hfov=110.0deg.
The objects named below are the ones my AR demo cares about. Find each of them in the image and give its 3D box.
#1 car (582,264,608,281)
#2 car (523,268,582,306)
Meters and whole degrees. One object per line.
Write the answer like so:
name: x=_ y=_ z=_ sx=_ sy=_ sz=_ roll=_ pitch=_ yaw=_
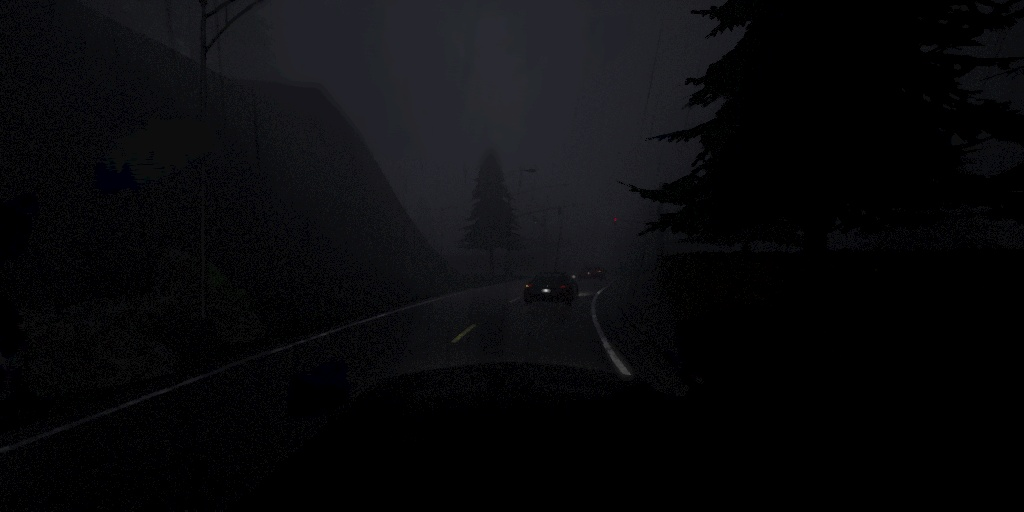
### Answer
car: x=6.742 y=1.321 z=29.830 sx=1.994 sy=1.385 sz=4.181 roll=0 pitch=0 yaw=21
car: x=1.820 y=1.320 z=15.877 sx=1.994 sy=1.385 sz=4.181 roll=0 pitch=0 yaw=14
